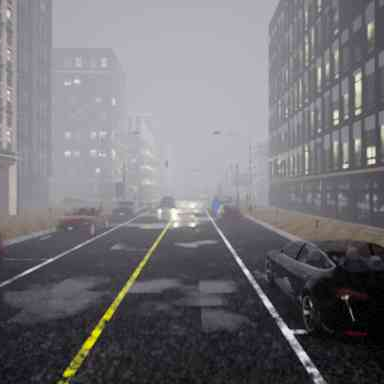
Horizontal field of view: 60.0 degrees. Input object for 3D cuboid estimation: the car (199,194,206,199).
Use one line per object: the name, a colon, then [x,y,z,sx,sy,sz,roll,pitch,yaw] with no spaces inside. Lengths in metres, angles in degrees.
car: [2.662,1.123,84.996,1.802,1.307,4.206,0,0,0]

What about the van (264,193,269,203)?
van: [14.879,1.074,58.405,3.998,1.788,1.690,0,0,0]

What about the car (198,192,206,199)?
car: [2.661,0.832,90.533,2.192,1.841,5.009,0,0,0]

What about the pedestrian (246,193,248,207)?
pedestrian: [7.120,1.024,43.221,0.375,1.860,0.375,0,0,0]

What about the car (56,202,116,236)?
car: [-5.693,1.436,17.776,1.887,1.381,4.507,0,0,0]

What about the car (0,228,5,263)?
car: [-5.688,1.275,6.396,2.192,1.841,5.009,0,0,0]

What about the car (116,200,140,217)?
car: [-5.697,1.390,29.154,1.947,1.339,4.313,0,0,0]

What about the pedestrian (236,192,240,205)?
pedestrian: [6.119,0.878,44.421,0.375,1.860,0.375,0,0,0]

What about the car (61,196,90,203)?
car: [-17.484,1.234,49.934,4.206,1.307,1.802,0,0,0]

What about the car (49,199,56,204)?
car: [-22.976,1.167,49.919,4.829,1.417,1.752,0,0,0]

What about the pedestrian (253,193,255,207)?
pedestrian: [8.120,0.989,43.822,0.375,1.860,0.375,0,0,0]

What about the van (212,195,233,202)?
van: [2.651,1.165,29.130,1.690,1.788,3.998,0,0,0]

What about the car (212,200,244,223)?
car: [2.652,1.439,23.442,1.802,1.307,4.206,0,0,0]

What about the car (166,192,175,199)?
car: [-5.720,0.832,90.530,2.192,1.841,5.009,0,0,0]

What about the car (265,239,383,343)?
car: [2.659,1.525,6.375,1.947,1.339,4.313,0,0,0]

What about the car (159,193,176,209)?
car: [-3.021,1.232,41.836,1.882,1.535,5.008,0,0,0]

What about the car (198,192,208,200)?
car: [2.666,1.117,74.087,1.752,1.417,4.829,0,0,0]
